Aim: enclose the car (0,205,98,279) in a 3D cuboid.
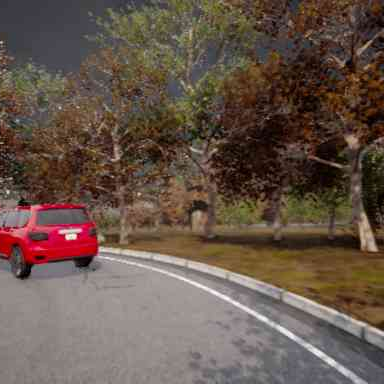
[{"bbox_3d":[-5.292,1.496,11.207,5.566,2.045,2.150,-4,-4,45],"label":"car"}]
